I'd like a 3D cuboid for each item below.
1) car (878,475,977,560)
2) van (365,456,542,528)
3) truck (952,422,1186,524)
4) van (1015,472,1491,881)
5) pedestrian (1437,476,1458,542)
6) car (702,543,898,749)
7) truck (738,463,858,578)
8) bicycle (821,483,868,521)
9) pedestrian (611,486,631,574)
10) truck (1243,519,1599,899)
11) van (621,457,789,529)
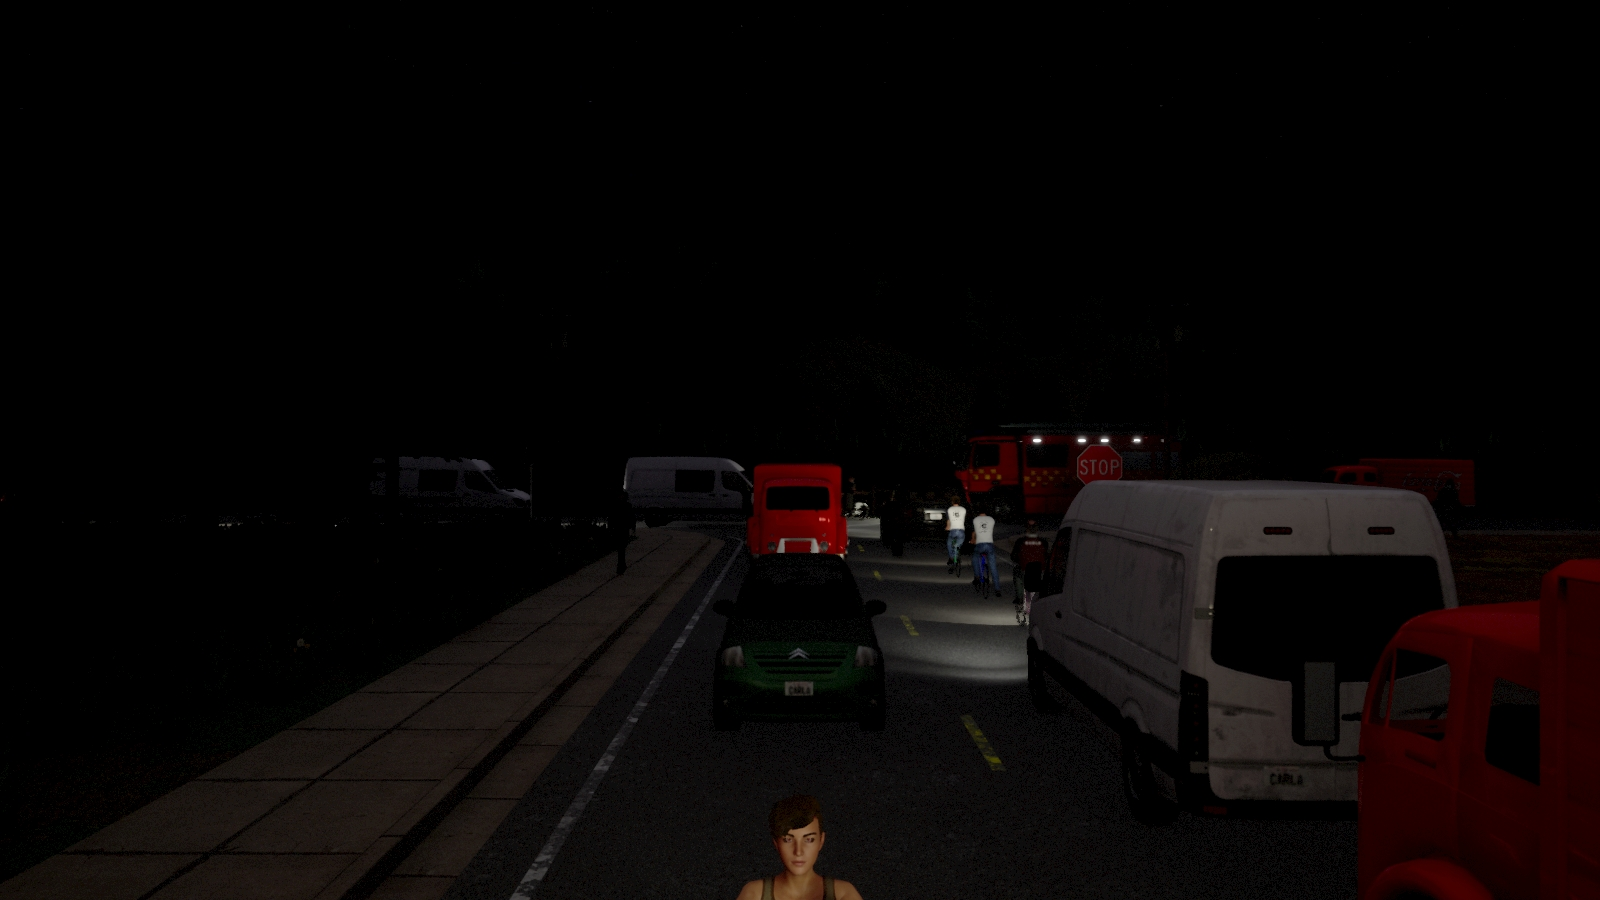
[{"bbox_3d":[3.470,1.800,32.137,2.150,2.045,5.566,0,0,0],"label":"car"},{"bbox_3d":[-12.707,1.525,42.083,5.915,2.561,1.988,0,0,3],"label":"van"},{"bbox_3d":[10.295,0.884,44.455,8.468,3.827,2.891,0,0,2],"label":"truck"},{"bbox_3d":[3.522,1.542,10.444,1.988,2.561,5.915,0,0,0],"label":"van"},{"bbox_3d":[18.555,1.694,32.727,0.375,1.860,0.375,0,0,-24],"label":"pedestrian"},{"bbox_3d":[-0.003,2.008,12.770,1.851,1.617,3.988,0,0,0],"label":"car"},{"bbox_3d":[-0.072,1.582,27.719,2.627,2.467,5.204,0,0,-1],"label":"truck"},{"bbox_3d":[1.759,2.059,44.900,1.835,1.471,0.329,0,0,3],"label":"bicycle"},{"bbox_3d":[-3.818,1.709,24.418,0.375,1.860,0.375,0,0,0],"label":"pedestrian"},{"bbox_3d":[3.503,1.571,3.030,2.627,2.467,5.204,0,0,0],"label":"truck"},{"bbox_3d":[-3.401,1.531,41.643,5.915,2.561,1.988,0,0,3],"label":"van"}]
